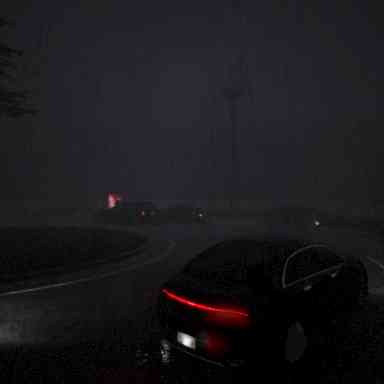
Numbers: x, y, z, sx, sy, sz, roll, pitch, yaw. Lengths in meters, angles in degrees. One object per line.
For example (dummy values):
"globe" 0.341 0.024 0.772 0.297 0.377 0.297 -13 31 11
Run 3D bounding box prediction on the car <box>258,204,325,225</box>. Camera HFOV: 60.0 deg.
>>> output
"car" 6.113 1.514 21.029 1.837 1.490 4.892 2 -1 -24

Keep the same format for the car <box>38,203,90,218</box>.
"car" -11.300 1.636 30.110 4.718 1.301 1.895 0 0 -7

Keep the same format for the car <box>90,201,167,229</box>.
"car" -4.257 1.373 22.107 4.553 1.767 2.097 0 0 34

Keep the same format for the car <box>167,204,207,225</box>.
"car" -0.983 1.583 24.239 4.181 1.385 1.994 0 0 39

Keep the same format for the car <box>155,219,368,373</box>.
"car" 1.553 1.510 5.799 1.837 1.490 4.892 1 1 42
